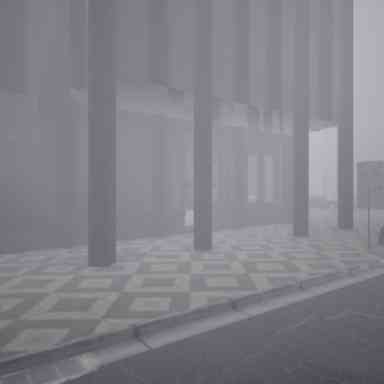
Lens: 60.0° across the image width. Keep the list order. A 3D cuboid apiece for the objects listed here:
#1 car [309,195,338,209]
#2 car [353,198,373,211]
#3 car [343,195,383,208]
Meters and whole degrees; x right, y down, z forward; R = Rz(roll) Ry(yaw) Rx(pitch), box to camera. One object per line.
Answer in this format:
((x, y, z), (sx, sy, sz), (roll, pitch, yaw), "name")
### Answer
((13.369, 1.028, 33.746), (1.887, 1.381, 4.507), (0, 0, -36), "car")
((16.561, 1.021, 29.304), (1.752, 1.417, 4.829), (0, 0, -36), "car")
((20.251, 1.047, 38.778), (2.008, 1.369, 4.403), (0, 0, -36), "car")
